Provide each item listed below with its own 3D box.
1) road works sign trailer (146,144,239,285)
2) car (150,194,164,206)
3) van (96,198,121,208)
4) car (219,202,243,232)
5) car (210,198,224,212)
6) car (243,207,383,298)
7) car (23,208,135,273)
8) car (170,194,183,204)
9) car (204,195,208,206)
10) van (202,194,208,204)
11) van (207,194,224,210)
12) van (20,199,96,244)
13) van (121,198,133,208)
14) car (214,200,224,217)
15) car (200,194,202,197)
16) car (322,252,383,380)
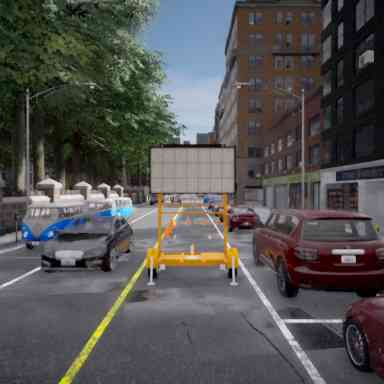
[{"bbox_3d":[0.015,0.460,9.427,2.380,3.560,2.880,0,0,0],"label":"road works sign trailer"},{"bbox_3d":[-5.587,1.251,53.725,2.192,1.841,5.009,0,0,0],"label":"car"},{"bbox_3d":[-5.640,1.329,19.777,1.690,1.788,3.998,0,0,0],"label":"van"},{"bbox_3d":[2.886,1.533,19.789,1.887,1.381,4.507,0,0,0],"label":"car"},{"bbox_3d":[2.903,1.556,31.111,1.802,1.307,4.206,0,0,0],"label":"car"},{"bbox_3d":[2.867,1.312,8.468,2.192,1.841,5.009,0,0,0],"label":"car"},{"bbox_3d":[-3.083,1.487,10.740,2.128,1.511,4.902,0,0,0],"label":"car"},{"bbox_3d":[-2.930,1.412,61.523,2.128,1.511,4.902,0,0,1],"label":"car"},{"bbox_3d":[2.921,1.502,42.431,1.887,1.381,4.507,0,0,0],"label":"car"},{"bbox_3d":[2.938,1.277,53.752,1.690,1.788,3.998,0,0,0],"label":"van"},{"bbox_3d":[2.912,1.307,36.770,1.690,1.788,3.998,0,0,0],"label":"van"},{"bbox_3d":[-5.648,1.334,14.119,1.690,1.788,3.998,0,0,0],"label":"van"},{"bbox_3d":[-5.631,1.323,25.435,1.690,1.788,3.998,0,0,0],"label":"van"},{"bbox_3d":[2.895,1.564,25.450,1.802,1.307,4.206,0,0,0],"label":"car"},{"bbox_3d":[2.947,1.490,59.413,1.947,1.339,4.313,0,0,0],"label":"car"},{"bbox_3d":[2.860,1.581,2.808,1.802,1.307,4.206,0,0,0],"label":"car"}]
